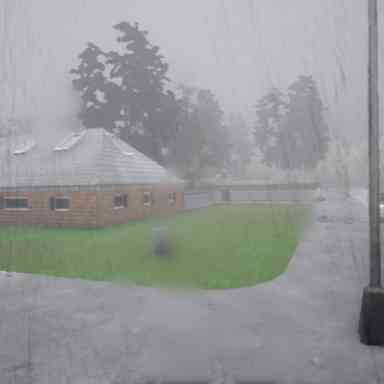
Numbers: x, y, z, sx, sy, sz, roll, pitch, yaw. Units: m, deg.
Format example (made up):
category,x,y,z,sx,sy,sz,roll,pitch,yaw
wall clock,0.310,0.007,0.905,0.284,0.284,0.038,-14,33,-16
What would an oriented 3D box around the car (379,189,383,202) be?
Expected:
category,x,y,z,sx,sy,sz,roll,pitch,yaw
car,18.566,0.372,32.469,1.994,1.385,4.181,-1,1,22
